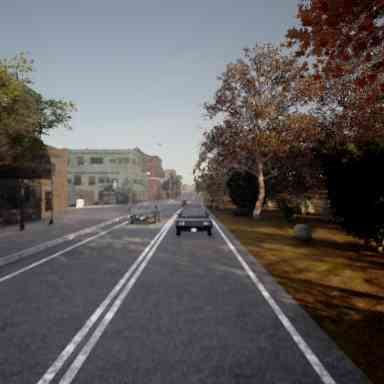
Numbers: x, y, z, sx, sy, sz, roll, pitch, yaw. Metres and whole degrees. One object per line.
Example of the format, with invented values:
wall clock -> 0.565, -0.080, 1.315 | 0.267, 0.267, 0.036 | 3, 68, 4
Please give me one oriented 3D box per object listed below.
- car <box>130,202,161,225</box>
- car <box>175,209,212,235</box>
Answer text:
car -> -3.345, 1.522, 24.543 | 1.837, 1.490, 4.892 | 0, 0, 0
car -> 0.098, 1.604, 18.850 | 1.895, 1.301, 4.718 | 0, 0, 0
